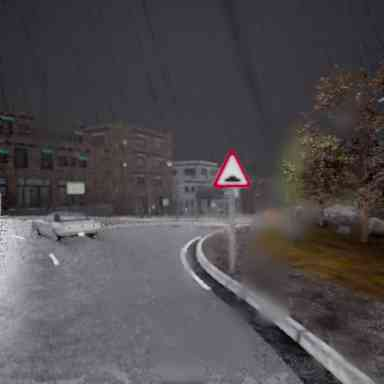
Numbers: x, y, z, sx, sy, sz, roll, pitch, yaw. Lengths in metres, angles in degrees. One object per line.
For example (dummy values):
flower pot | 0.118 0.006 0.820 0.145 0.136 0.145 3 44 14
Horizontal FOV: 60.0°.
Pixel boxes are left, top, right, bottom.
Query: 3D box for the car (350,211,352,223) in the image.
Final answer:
car | 15.675 3.108 39.159 5.008 1.535 2.097 -1 -4 28

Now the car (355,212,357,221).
car | 23.533 4.219 53.659 4.674 1.452 2.002 -1 -4 28

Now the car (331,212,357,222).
car | 30.120 4.859 65.885 4.553 1.767 2.185 -1 -3 28

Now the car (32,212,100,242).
car | -6.551 1.660 16.961 1.895 1.301 4.718 -1 0 -41

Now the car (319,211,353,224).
car | 22.199 3.886 51.258 4.553 1.767 2.185 -1 -4 28

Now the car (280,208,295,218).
car | 15.504 3.554 50.464 2.150 2.045 5.566 -1 -4 28

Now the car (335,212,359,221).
car | 34.044 5.279 73.002 4.553 1.767 2.185 -1 -3 28

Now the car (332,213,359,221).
car | 31.390 5.125 68.173 4.892 1.521 2.231 -1 -3 28

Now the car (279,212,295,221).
car | 17.398 4.460 60.780 1.882 1.535 5.008 -1 -4 28

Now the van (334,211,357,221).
van | 32.608 5.044 70.659 4.442 1.987 1.878 -1 -3 28

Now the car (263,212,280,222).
car | 12.428 3.811 51.603 1.882 1.535 5.008 -1 -4 28

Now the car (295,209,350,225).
car | 14.364 2.920 36.743 4.892 1.521 2.231 -1 -4 28
